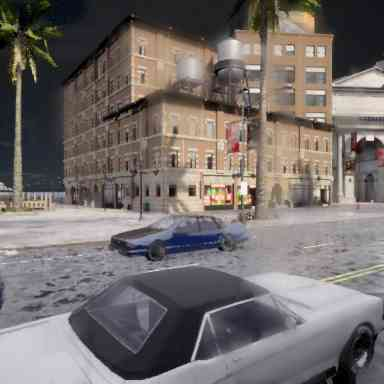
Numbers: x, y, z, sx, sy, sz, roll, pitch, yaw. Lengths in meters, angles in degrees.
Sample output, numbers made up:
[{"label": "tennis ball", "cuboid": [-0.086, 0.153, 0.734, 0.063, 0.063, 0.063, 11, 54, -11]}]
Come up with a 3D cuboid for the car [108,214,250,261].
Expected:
[{"label": "car", "cuboid": [-0.272, 1.547, 12.315, 5.357, 1.411, 2.033, 0, 0, -35]}]

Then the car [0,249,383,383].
[{"label": "car", "cuboid": [0.288, 1.601, 3.876, 4.718, 1.301, 1.895, 0, 0, -35]}]

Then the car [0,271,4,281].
[{"label": "car", "cuboid": [-5.234, 1.526, 4.569, 4.674, 1.442, 1.812, 0, 0, -35]}]
